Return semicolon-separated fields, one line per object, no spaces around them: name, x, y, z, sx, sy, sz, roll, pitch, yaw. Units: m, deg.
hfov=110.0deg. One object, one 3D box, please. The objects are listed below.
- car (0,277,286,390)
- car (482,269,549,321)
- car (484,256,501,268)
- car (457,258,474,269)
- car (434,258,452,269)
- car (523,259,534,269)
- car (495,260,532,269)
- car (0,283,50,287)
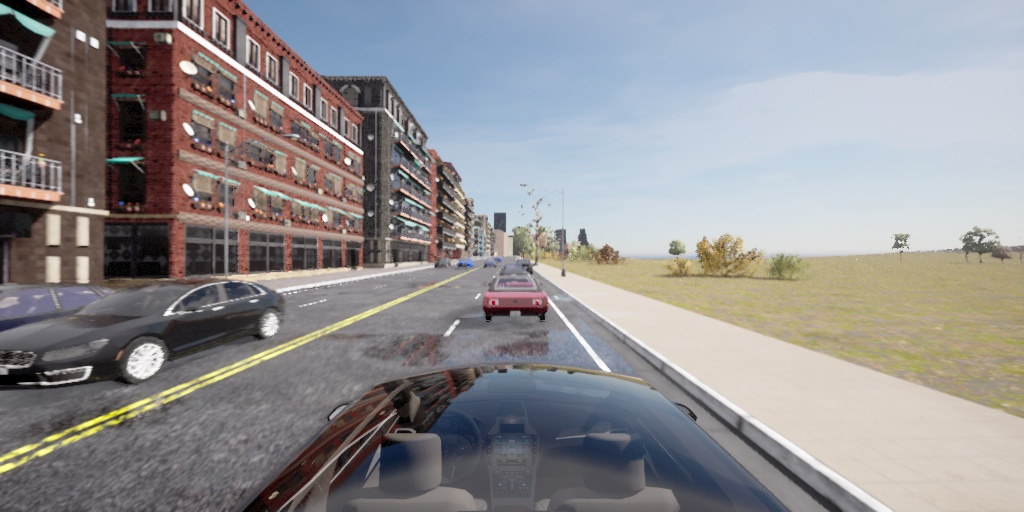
car;-6.600;1.228;7.053;1.837;1.490;4.892;0;0;0
car;0.100;1.299;12.143;1.895;1.301;4.718;0;0;0
car;-3.240;1.034;54.221;2.033;1.411;5.357;0;0;0
car;-6.566;0.980;51.047;1.882;1.535;5.008;0;0;0
car;-9.816;1.007;51.206;1.837;1.490;4.892;0;0;0
car;1.134;1.086;35.863;1.837;1.490;4.892;0;0;0
car;0.101;1.201;24.559;1.994;1.385;4.181;0;0;-1
car;-9.851;1.271;7.061;2.033;1.411;5.357;0;0;0
